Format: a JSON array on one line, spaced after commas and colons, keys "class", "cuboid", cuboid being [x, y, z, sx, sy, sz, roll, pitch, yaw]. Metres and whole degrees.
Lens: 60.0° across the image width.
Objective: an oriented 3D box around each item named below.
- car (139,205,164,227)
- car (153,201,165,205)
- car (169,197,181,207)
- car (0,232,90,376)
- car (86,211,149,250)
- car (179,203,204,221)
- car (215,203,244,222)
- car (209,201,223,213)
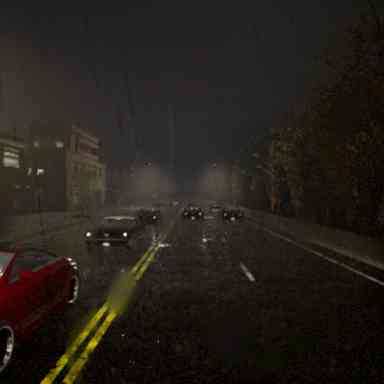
[{"class": "car", "cuboid": [-3.317, 1.886, 25.426, 1.895, 1.301, 4.718, 0, -1, 0]}, {"class": "car", "cuboid": [-6.523, 2.349, 65.563, 1.895, 1.301, 4.718, 0, -1, 0]}, {"class": "car", "cuboid": [-3.275, 1.997, 65.506, 2.150, 2.045, 5.566, 0, 0, 0]}, {"class": "car", "cuboid": [-3.351, 1.625, 5.392, 1.994, 1.385, 4.181, 0, -1, 0]}, {"class": "car", "cuboid": [-3.350, 1.772, 15.236, 1.895, 1.301, 4.718, 0, -1, 0]}, {"class": "car", "cuboid": [0.091, 1.943, 30.555, 1.895, 1.301, 4.718, 0, -1, 0]}, {"class": "car", "cuboid": [3.343, 1.930, 29.409, 1.895, 1.301, 4.718, 0, -1, 0]}, {"class": "car", "cuboid": [3.291, 1.978, 43.617, 2.128, 1.511, 4.902, 0, 0, 0]}]
